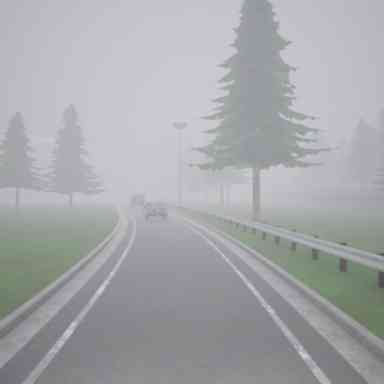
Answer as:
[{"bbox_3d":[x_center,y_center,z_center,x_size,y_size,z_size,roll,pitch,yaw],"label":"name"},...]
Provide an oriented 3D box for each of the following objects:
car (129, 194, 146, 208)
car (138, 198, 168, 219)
[{"bbox_3d":[-7.853,1.260,48.101,2.150,2.045,5.566,0,0,-13],"label":"car"},{"bbox_3d":[-3.310,1.566,28.981,2.033,1.411,5.357,0,0,-13],"label":"car"}]
